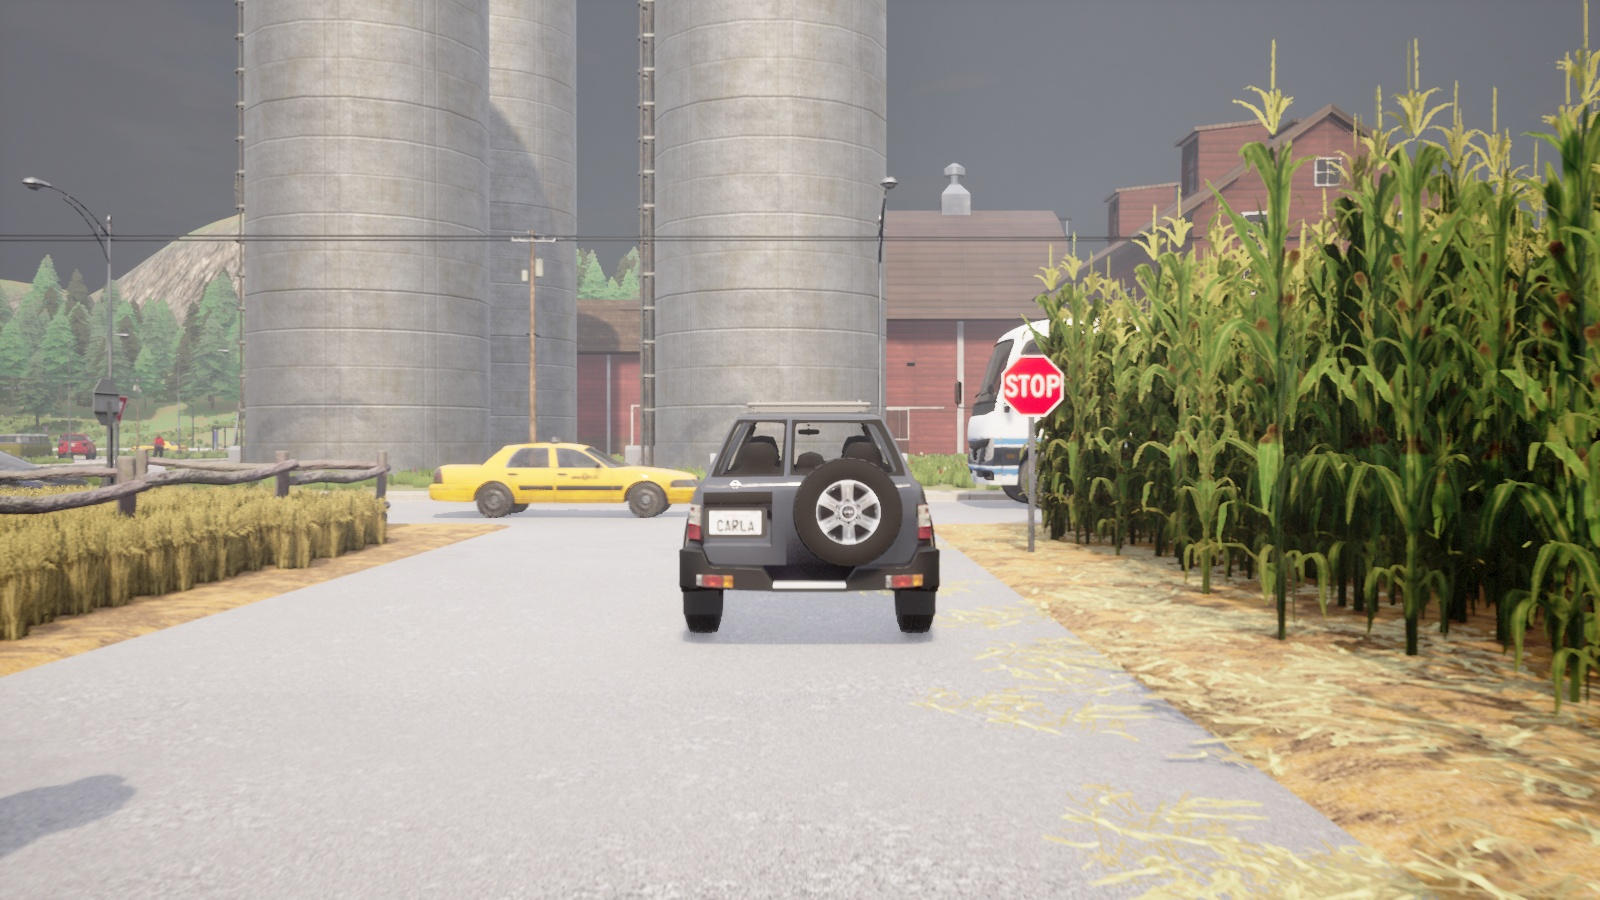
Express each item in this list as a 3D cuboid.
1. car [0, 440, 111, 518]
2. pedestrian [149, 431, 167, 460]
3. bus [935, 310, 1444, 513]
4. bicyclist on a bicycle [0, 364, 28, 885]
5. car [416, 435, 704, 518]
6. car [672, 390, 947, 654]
[{"bbox_3d":[-16.680,0.549,24.942,4.792,1.488,2.163,0,0,0],"label":"car"},{"bbox_3d":[-40.891,-0.262,79.984,0.634,1.844,0.899,0,0,0],"label":"pedestrian"},{"bbox_3d":[8.374,-0.835,28.347,10.273,4.253,3.944,0,0,1],"label":"bus"},{"bbox_3d":[-3.064,0.597,3.516,0.659,1.776,1.843,0,0,0],"label":"bicyclist on a bicycle"},{"bbox_3d":[-4.649,0.497,24.903,5.366,1.575,1.801,0,0,0],"label":"car"},{"bbox_3d":[0.078,0.491,11.139,1.932,1.855,4.605,0,0,0],"label":"car"}]
